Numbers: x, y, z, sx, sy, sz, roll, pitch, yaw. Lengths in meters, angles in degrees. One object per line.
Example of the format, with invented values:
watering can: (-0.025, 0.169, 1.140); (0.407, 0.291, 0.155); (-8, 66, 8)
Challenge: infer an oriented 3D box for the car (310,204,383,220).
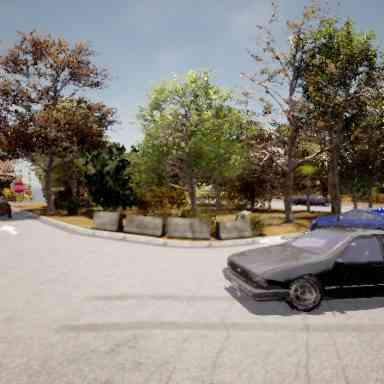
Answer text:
car: (7.676, 1.477, 15.097); (2.002, 1.452, 4.674); (0, 0, -35)

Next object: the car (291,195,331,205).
car: (15.590, 1.067, 43.998); (2.033, 1.411, 5.357); (-4, 3, -35)

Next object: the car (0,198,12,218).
car: (-15.386, 1.207, 25.939); (1.882, 1.535, 5.008); (-4, 3, -35)

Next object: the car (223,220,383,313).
car: (3.449, 1.493, 7.219); (5.357, 1.411, 2.033); (1, 1, -14)
